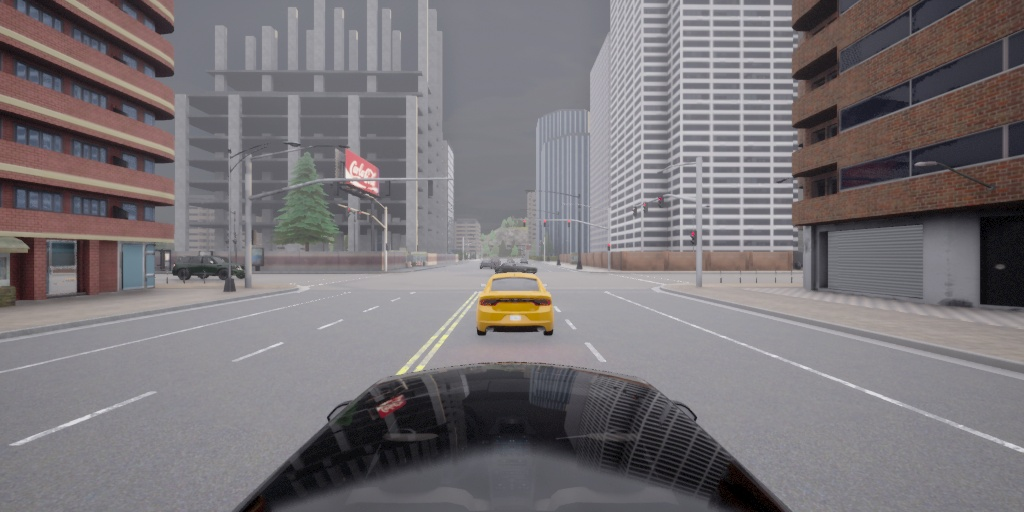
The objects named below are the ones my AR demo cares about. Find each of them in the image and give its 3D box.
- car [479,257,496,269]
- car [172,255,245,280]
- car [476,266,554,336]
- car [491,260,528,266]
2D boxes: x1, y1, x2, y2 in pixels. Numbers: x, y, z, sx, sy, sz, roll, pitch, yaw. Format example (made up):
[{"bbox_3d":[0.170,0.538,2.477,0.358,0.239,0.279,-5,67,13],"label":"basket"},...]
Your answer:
[{"bbox_3d":[-3.870,1.297,54.361,2.033,1.411,5.357,0,0,0],"label":"car"},{"bbox_3d":[-25.304,0.972,30.302,5.566,2.045,2.150,0,0,-1],"label":"car"},{"bbox_3d":[0.065,1.228,10.468,1.882,1.535,5.008,0,0,0],"label":"car"},{"bbox_3d":[0.340,1.351,35.541,1.895,1.301,4.718,0,0,-42],"label":"car"}]
